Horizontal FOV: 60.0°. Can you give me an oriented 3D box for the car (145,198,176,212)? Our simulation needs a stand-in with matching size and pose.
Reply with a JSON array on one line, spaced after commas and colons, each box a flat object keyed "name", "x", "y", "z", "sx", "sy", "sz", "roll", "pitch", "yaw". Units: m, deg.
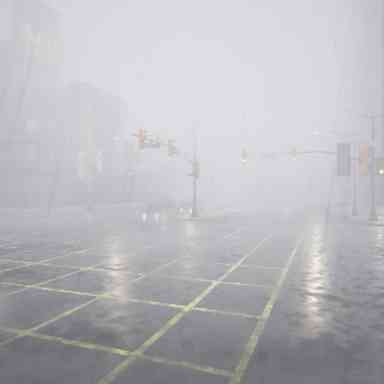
[{"name": "car", "x": -3.619, "y": 1.478, "z": 38.969, "sx": 1.882, "sy": 1.535, "sz": 5.008, "roll": 0, "pitch": 0, "yaw": 23}]

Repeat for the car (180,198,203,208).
[{"name": "car", "x": -0.007, "y": 1.601, "z": 48.524, "sx": 1.895, "sy": 1.301, "sz": 4.718, "roll": 0, "pitch": 0, "yaw": 21}]
